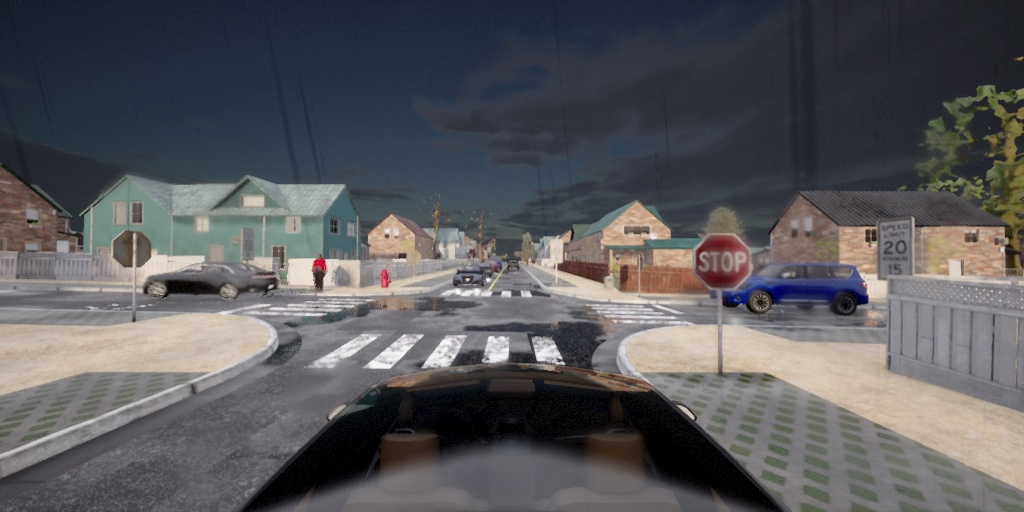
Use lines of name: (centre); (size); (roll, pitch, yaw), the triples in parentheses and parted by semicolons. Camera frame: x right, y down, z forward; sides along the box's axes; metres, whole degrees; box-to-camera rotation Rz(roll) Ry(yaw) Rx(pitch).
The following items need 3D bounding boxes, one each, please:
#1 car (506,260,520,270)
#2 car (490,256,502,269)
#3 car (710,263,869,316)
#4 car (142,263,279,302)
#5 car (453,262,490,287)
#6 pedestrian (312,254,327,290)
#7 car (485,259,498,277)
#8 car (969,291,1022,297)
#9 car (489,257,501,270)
car: (0.183, 1.334, 54.778); (1.837, 1.490, 4.892); (0, 0, 0)
car: (-2.703, 1.057, 56.497); (2.150, 2.045, 5.566); (0, 0, 1)
car: (11.375, 1.281, 14.897); (5.566, 2.045, 2.150); (1, -1, 0)
car: (-12.424, 1.015, 14.919); (4.902, 1.511, 2.128); (1, -1, 1)
car: (-2.828, 1.325, 24.630); (1.994, 1.385, 4.181); (0, 0, -1)
pedestrian: (-9.604, 0.774, 17.847); (0.375, 1.860, 0.375); (0, -2, 0)
car: (-2.793, 1.325, 35.436); (2.033, 1.411, 5.357); (0, 0, 0)
car: (21.497, 1.766, 14.874); (5.008, 1.535, 1.882); (1, -1, 0)
car: (-2.774, 1.280, 45.894); (1.882, 1.535, 5.008); (0, 0, 0)
